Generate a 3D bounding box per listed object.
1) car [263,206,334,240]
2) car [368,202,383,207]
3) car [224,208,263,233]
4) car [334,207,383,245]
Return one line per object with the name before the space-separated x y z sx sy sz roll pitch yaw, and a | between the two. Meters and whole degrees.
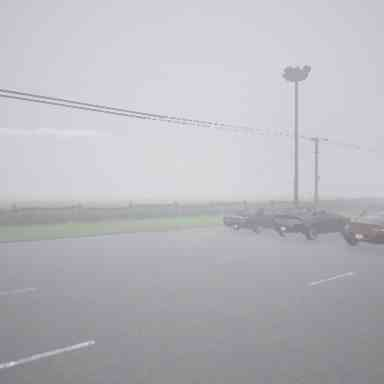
car | 6.236 1.492 16.916 4.902 1.511 2.128 0 0 -35
car | 16.416 1.570 28.475 4.181 1.385 1.994 0 0 -35
car | 4.228 1.613 19.782 4.718 1.301 1.895 0 0 -35
car | 8.269 1.530 14.066 4.674 1.442 1.812 0 0 -35
